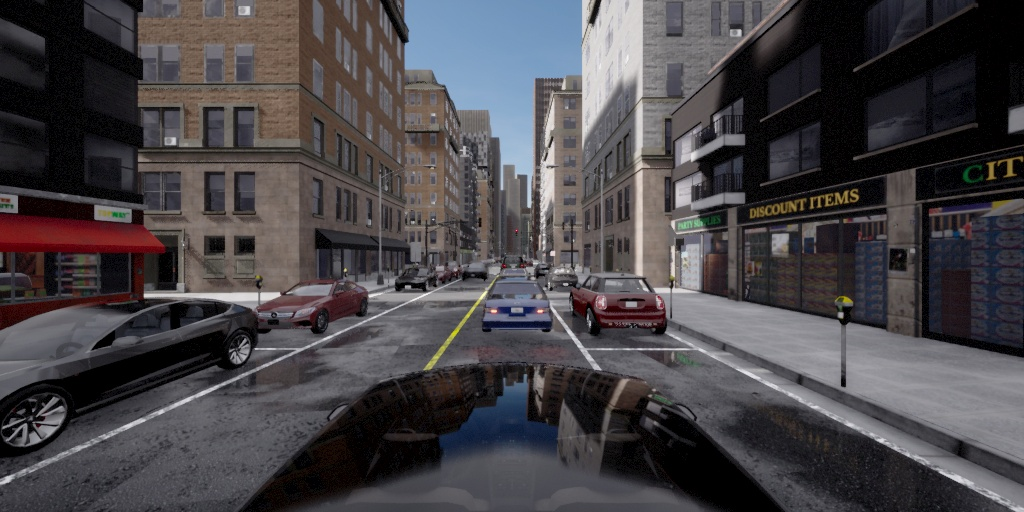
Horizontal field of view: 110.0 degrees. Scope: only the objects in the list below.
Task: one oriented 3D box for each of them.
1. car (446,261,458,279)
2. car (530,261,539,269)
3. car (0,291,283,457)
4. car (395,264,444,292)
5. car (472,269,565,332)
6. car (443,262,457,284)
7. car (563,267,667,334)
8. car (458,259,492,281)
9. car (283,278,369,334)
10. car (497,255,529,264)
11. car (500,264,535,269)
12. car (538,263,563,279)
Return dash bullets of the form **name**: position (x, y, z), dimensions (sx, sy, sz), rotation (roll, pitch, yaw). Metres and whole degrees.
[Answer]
- **car**: position (-5.589, 1.193, 32.592), dimensions (1.967, 1.591, 4.097), rotation (0, 0, 0)
- **car**: position (2.936, 1.319, 32.569), dimensions (1.948, 1.339, 4.313), rotation (0, 0, 0)
- **car**: position (-5.664, 1.316, 5.086), dimensions (1.948, 1.339, 4.313), rotation (0, 0, 0)
- **car**: position (-5.619, 1.317, 21.589), dimensions (1.948, 1.339, 4.313), rotation (0, 0, 0)
- **car**: position (0.123, 1.297, 10.780), dimensions (2.033, 1.411, 5.357), rotation (0, 0, 0)
- **car**: position (-5.604, 1.334, 27.091), dimensions (1.802, 1.307, 4.207), rotation (0, 0, 0)
- **car**: position (2.877, 1.189, 10.564), dimensions (1.967, 1.591, 4.097), rotation (0, 0, 0)
- **car**: position (-2.963, 1.230, 29.841), dimensions (1.882, 1.535, 5.008), rotation (0, 0, 1)
- **car**: position (-5.648, 1.332, 10.587), dimensions (1.802, 1.307, 4.207), rotation (0, 0, 0)
- **car**: position (0.086, 0.974, 31.317), dimensions (2.150, 2.045, 5.566), rotation (0, 0, 0)
- **car**: position (0.149, 1.352, 21.285), dimensions (1.895, 1.301, 4.718), rotation (0, 0, 0)
- **car**: position (2.906, 1.301, 21.566), dimensions (2.007, 1.370, 4.403), rotation (0, 0, 0)
